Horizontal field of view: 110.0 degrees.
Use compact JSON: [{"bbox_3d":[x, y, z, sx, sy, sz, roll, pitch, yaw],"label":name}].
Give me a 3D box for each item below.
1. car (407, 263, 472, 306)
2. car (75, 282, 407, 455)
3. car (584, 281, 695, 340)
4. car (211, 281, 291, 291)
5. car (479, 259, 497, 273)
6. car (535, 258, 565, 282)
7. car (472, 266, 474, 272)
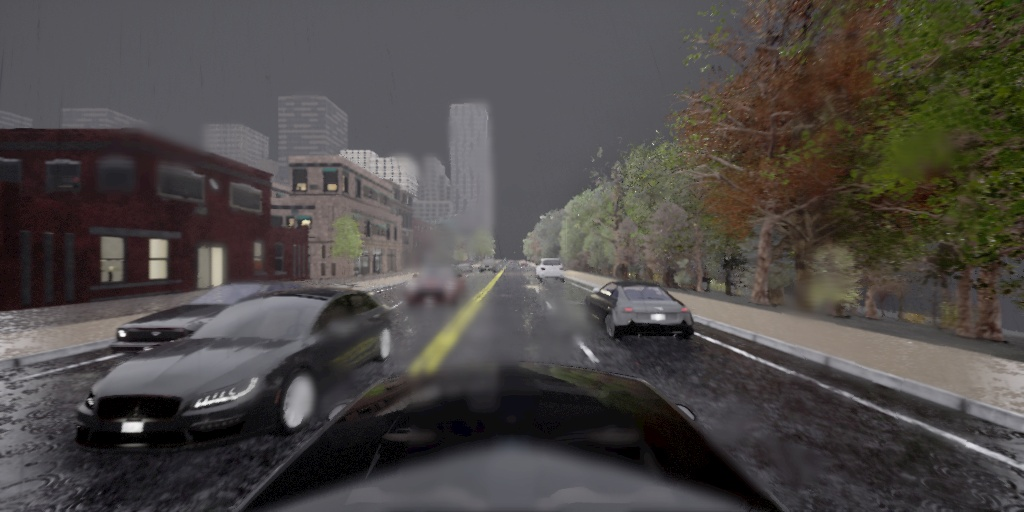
[{"bbox_3d":[-3.252,1.224,16.400,2.097,1.767,4.553,0,0,0],"label":"car"},{"bbox_3d":[-3.328,1.288,5.584,1.837,1.490,4.892,0,-1,0],"label":"car"},{"bbox_3d":[3.350,1.385,10.222,1.994,1.385,4.181,0,0,0],"label":"car"},{"bbox_3d":[-6.559,1.360,9.194,2.033,1.411,5.357,0,0,0],"label":"car"},{"bbox_3d":[-3.308,1.372,50.793,2.150,2.045,5.566,0,0,1],"label":"car"},{"bbox_3d":[3.340,1.220,31.840,2.150,2.045,5.566,0,0,0],"label":"car"},{"bbox_3d":[-6.560,1.716,51.027,1.994,1.385,4.181,0,0,0],"label":"car"}]
